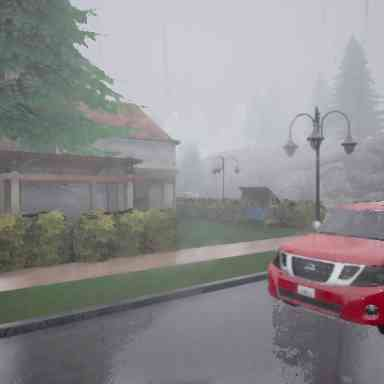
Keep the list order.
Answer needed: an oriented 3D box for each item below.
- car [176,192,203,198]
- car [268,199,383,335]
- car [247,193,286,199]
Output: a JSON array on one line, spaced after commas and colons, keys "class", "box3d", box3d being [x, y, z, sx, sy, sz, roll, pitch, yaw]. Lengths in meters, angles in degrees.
[{"class": "car", "box3d": [-0.099, 1.060, 41.192, 2.150, 2.045, 5.566, 0, 0, -36]}, {"class": "car", "box3d": [4.048, 1.221, 6.898, 5.566, 2.045, 2.150, 0, 0, -36]}, {"class": "car", "box3d": [7.249, 1.059, 30.862, 2.150, 2.045, 5.566, 0, 0, -35]}]
